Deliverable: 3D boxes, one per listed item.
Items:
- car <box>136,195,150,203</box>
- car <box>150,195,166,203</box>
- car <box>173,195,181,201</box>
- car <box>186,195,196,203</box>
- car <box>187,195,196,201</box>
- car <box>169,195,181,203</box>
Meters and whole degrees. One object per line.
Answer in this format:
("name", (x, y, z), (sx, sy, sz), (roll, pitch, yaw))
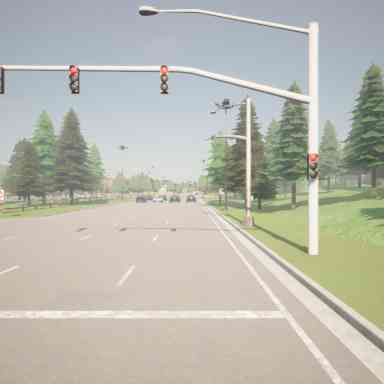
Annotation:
("car", (-10.640, 1.492, 70.341), (1.837, 1.490, 4.892), (0, 0, 0))
("car", (-7.141, 1.587, 70.795), (1.895, 1.301, 4.718), (0, 0, 0))
("car", (-3.661, 1.356, 80.775), (1.812, 1.442, 4.674), (0, 0, 0))
("car", (-0.141, 1.346, 70.716), (2.097, 1.767, 4.553), (0, 0, 0))
("car", (-0.161, 1.385, 80.782), (1.994, 1.385, 4.181), (0, 0, 0))
("car", (-3.641, 1.347, 70.742), (2.097, 1.767, 4.553), (0, 0, 0))
